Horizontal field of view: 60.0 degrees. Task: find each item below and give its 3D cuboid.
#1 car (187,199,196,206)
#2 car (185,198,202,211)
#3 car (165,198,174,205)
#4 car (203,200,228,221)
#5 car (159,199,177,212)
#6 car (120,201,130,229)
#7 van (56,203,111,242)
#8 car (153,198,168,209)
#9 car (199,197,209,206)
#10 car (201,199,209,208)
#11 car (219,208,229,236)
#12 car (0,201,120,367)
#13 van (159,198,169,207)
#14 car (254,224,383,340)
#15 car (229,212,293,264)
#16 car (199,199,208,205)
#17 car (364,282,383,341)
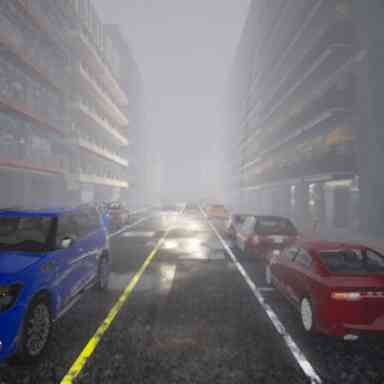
[{"bbox_3d":[-0.030,2.160,69.322,1.812,1.442,4.674,0,-1,0],"label":"car"},{"bbox_3d":[-0.014,2.025,50.373,2.128,1.511,4.902,0,-1,0],"label":"car"},{"bbox_3d":[-5.732,2.422,85.951,1.967,1.590,4.097,0,-1,0],"label":"car"},{"bbox_3d":[2.346,1.789,30.943,1.882,1.535,5.008,0,-1,0],"label":"car"},{"bbox_3d":[-3.103,2.094,46.941,1.895,1.301,4.718,0,-1,0],"label":"car"},{"bbox_3d":[-5.702,1.546,23.676,2.192,1.841,5.009,0,-1,0],"label":"car"},{"bbox_3d":[-5.699,1.512,18.016,1.690,1.788,3.998,0,-1,0],"label":"van"},{"bbox_3d":[-5.718,2.140,57.474,1.752,1.417,4.829,0,-1,0],"label":"car"},{"bbox_3d":[2.653,2.147,74.610,2.192,1.841,5.009,0,-1,0],"label":"car"},{"bbox_3d":[2.668,2.031,46.301,1.887,1.381,4.507,0,-1,0],"label":"car"},{"bbox_3d":[2.681,1.753,17.996,1.802,1.307,4.206,0,-1,0],"label":"car"},{"bbox_3d":[-3.101,1.279,6.211,2.150,2.045,5.566,0,-1,0],"label":"car"},{"bbox_3d":[-5.724,2.099,68.969,1.690,1.788,3.998,0,-1,0],"label":"van"},{"bbox_3d":[2.687,1.607,6.673,1.887,1.381,4.507,0,-1,0],"label":"car"},{"bbox_3d":[2.684,1.556,12.334,1.967,1.590,4.097,0,-1,0],"label":"car"},{"bbox_3d":[2.651,2.458,80.269,2.008,1.369,4.403,0,-1,0],"label":"car"},{"bbox_3d":[2.690,1.562,1.011,2.008,1.369,4.403,0,-1,0],"label":"car"}]
